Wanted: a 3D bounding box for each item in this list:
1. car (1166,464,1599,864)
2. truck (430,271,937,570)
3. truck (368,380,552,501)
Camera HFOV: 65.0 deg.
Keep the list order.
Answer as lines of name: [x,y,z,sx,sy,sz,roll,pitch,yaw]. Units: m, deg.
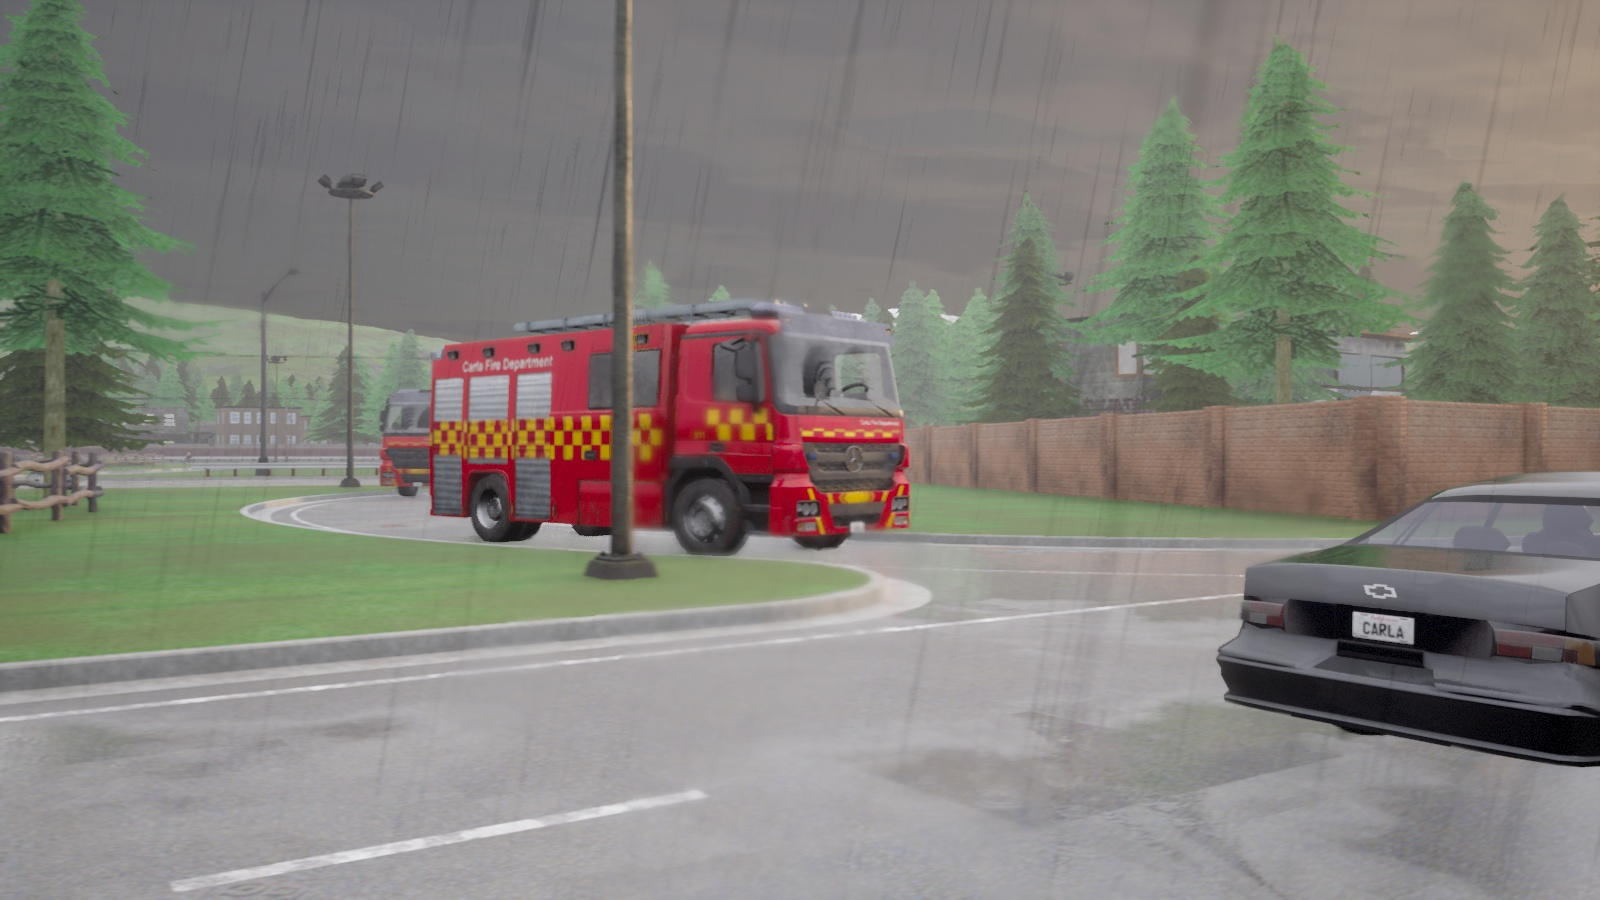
car: [4.574,0.799,6.842,5.357,1.411,2.033,0,0,-35]
truck: [-2.179,-0.367,19.878,8.468,3.827,2.891,0,0,41]
truck: [-11.623,-0.288,43.954,2.891,3.827,8.468,0,0,10]
